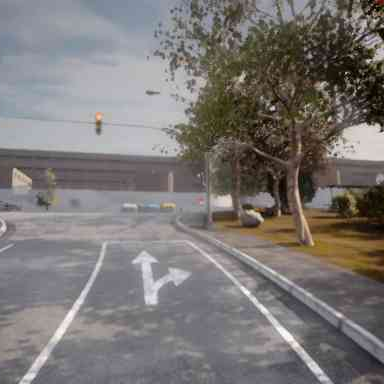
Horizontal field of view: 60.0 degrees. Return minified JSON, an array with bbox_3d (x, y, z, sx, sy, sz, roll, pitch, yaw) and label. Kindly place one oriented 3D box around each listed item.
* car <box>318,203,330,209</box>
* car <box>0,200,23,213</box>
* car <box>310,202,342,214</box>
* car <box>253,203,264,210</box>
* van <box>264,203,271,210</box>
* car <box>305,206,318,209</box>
[{"bbox_3d":[24.289,3.556,66.473,2.097,1.535,5.008,4,-7,-37],"label":"car"},{"bbox_3d":[-20.135,1.530,34.983,4.181,1.385,1.994,2,-5,-17],"label":"car"},{"bbox_3d":[27.109,3.343,67.397,2.435,2.045,5.566,3,-7,-37],"label":"car"},{"bbox_3d":[10.164,3.384,61.895,1.946,1.575,5.366,3,-7,-37],"label":"car"},{"bbox_3d":[12.966,3.197,62.856,1.878,1.987,4.442,3,-7,-37],"label":"van"},{"bbox_3d":[21.442,3.524,65.575,2.231,1.521,4.892,3,-7,-37],"label":"car"}]
